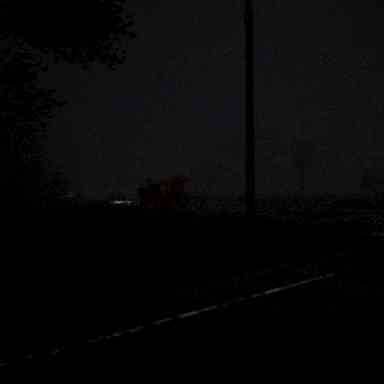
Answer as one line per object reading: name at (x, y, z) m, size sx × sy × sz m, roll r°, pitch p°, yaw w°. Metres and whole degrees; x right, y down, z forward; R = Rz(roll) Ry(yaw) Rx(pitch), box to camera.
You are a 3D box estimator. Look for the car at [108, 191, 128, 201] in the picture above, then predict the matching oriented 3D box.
car at (-11.936, 0.686, 53.630) m, size 1.837 × 1.490 × 4.892 m, roll -2°, pitch 2°, yaw -35°
